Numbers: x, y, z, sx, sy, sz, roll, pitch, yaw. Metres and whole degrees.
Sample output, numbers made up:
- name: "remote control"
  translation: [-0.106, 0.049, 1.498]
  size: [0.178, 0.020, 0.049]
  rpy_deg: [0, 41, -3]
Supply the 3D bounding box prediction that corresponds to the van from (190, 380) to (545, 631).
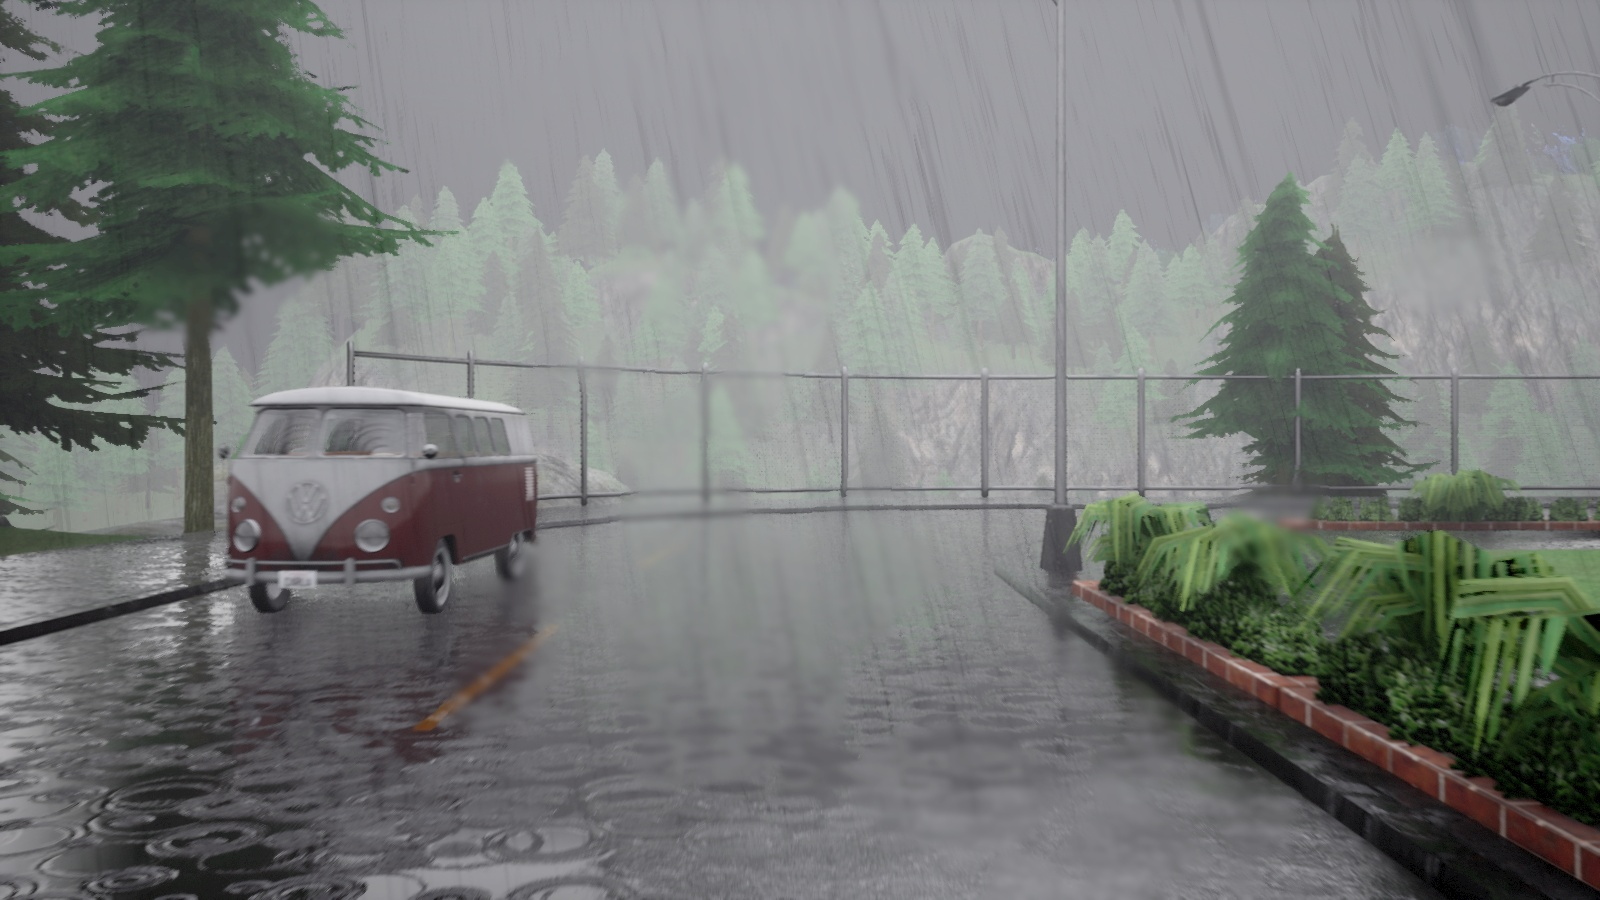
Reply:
- name: "van"
  translation: [-3.898, 0.427, 12.210]
  size: [1.775, 1.987, 4.442]
  rpy_deg: [0, 0, 2]
